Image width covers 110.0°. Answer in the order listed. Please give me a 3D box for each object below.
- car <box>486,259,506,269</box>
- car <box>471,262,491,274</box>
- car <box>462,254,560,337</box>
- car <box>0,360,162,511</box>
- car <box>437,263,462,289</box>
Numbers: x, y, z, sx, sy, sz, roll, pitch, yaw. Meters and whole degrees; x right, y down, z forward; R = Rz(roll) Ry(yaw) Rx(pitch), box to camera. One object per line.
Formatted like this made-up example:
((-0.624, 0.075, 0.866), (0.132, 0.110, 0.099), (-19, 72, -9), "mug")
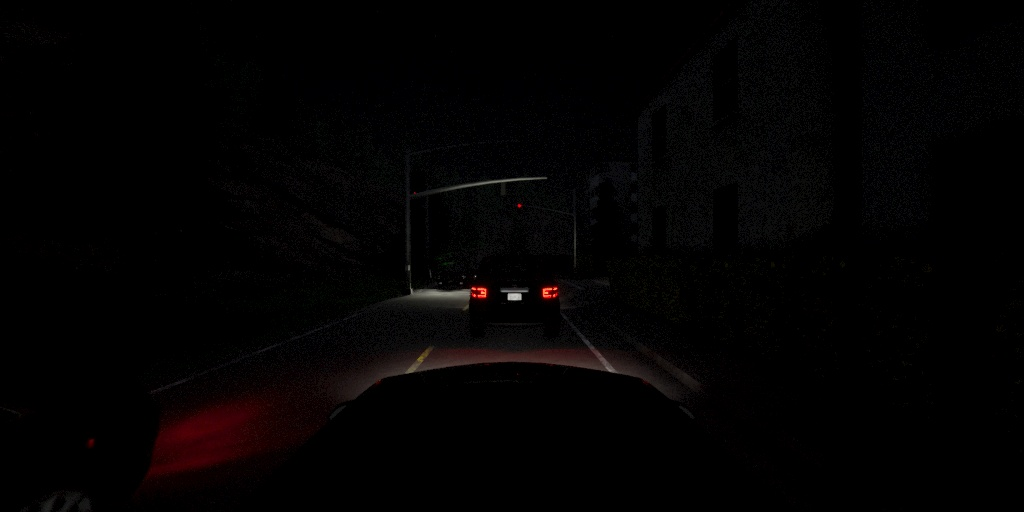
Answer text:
((-2.429, 1.275, 56.100), (1.812, 1.442, 4.674), (0, 0, 15), "car")
((-3.600, 1.350, 42.099), (1.895, 1.301, 4.718), (0, 0, 1), "car")
((0.063, 0.971, 10.403), (2.150, 2.045, 5.566), (0, 0, 0), "car")
((-3.598, 1.254, 0.666), (1.837, 1.490, 4.892), (0, 0, 0), "car")
((-3.640, 1.227, 23.645), (1.882, 1.535, 5.008), (0, 0, 0), "car")
